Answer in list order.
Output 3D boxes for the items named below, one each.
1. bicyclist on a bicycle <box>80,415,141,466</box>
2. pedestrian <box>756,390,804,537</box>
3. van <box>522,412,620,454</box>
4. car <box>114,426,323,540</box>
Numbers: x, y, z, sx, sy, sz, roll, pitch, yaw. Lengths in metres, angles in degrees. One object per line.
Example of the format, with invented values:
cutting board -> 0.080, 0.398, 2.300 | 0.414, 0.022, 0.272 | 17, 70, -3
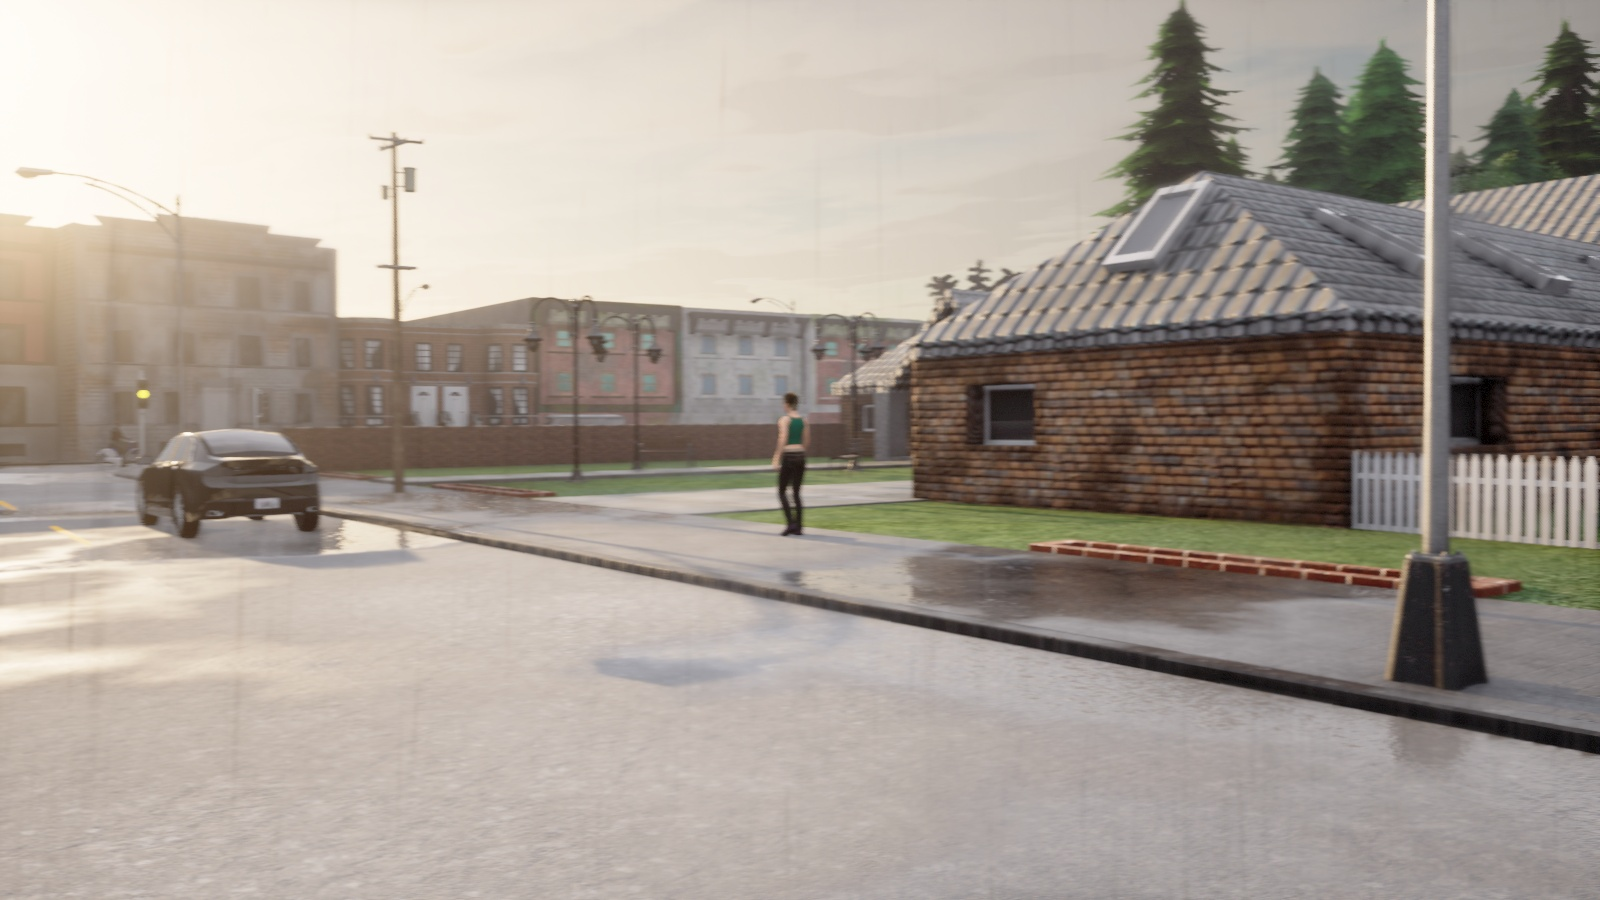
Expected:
bicyclist on a bicycle -> -25.004, -0.368, 45.548 | 0.659, 1.776, 1.843 | 4, 3, 29
pedestrian -> -0.256, 0.163, 16.036 | 0.345, 1.836, 0.594 | -1, 2, -35
van -> -11.286, -0.861, 62.122 | 4.442, 1.987, 1.775 | -1, 2, -37
car -> -8.948, 0.385, 19.063 | 1.837, 1.490, 4.892 | -1, 2, -38
